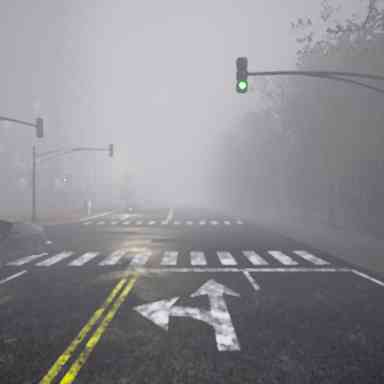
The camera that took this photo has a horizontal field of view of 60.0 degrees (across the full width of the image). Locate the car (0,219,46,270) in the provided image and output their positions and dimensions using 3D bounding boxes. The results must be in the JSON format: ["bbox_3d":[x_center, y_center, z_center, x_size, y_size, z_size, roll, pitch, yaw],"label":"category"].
[{"bbox_3d":[-6.596,1.663,11.295,1.812,1.442,4.674,0,-1,-1],"label":"car"}]

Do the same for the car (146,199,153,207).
[{"bbox_3d":[-9.049,2.228,67.693,1.812,1.442,4.674,0,0,-4],"label":"car"}]

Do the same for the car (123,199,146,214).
[{"bbox_3d":[-7.532,1.933,42.409,2.128,1.511,4.902,0,0,-3],"label":"car"}]
